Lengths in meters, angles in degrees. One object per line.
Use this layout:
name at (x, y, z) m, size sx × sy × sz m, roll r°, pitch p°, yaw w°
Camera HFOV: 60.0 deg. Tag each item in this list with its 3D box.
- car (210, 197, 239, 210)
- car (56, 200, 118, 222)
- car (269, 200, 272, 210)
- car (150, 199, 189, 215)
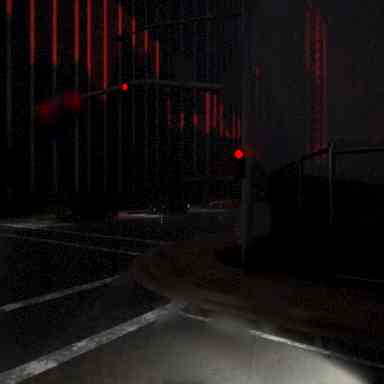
car at (4.263, 1.422, 43.003) m, size 1.882 × 1.535 × 5.008 m, roll 0°, pitch 0°, yaw 36°
car at (-8.008, 1.422, 25.830) m, size 1.882 × 1.535 × 5.008 m, roll 0°, pitch 0°, yaw 36°
car at (11.058, 1.296, 40.147) m, size 2.097 × 1.767 × 4.553 m, roll 0°, pitch 0°, yaw 36°
car at (-2.198, 1.449, 33.967) m, size 1.837 × 1.490 × 4.892 m, roll 0°, pitch 0°, yaw 36°
